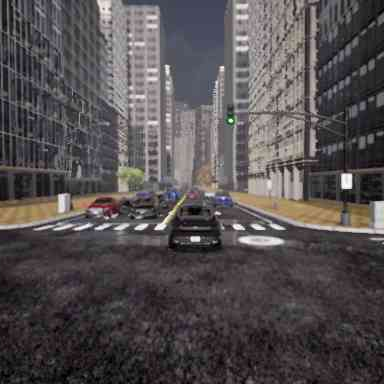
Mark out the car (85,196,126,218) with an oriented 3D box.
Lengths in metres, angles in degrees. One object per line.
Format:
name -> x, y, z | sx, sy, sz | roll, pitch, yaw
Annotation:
car -> -6.593, 1.107, 25.342 | 1.812, 1.442, 4.674 | 0, 1, 2

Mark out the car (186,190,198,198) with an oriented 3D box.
car -> -0.009, 0.553, 56.493 | 1.812, 1.442, 4.674 | 0, 1, 0

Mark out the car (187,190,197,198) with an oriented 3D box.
car -> -0.010, 0.333, 66.485 | 1.882, 1.535, 5.008 | 0, 1, 0

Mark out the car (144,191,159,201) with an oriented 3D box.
car -> -6.509, 0.619, 54.217 | 1.812, 1.442, 4.674 | 0, 1, 0

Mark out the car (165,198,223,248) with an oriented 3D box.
car -> 0.109, 1.211, 13.284 | 1.837, 1.490, 4.892 | 0, 2, 0

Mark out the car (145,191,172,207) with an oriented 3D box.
car -> -3.340, 0.929, 33.916 | 1.837, 1.490, 4.892 | 0, 1, 0

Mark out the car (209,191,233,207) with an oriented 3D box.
car -> 3.345, 0.684, 37.679 | 2.097, 1.767, 4.553 | 0, 1, 0

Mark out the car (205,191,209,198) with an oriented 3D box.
car -> 3.287, 0.524, 61.733 | 1.895, 1.301, 4.718 | 0, 1, 1

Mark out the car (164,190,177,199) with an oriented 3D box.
car -> -3.282, 0.784, 43.736 | 1.812, 1.442, 4.674 | 0, 1, 0

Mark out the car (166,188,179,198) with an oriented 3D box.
car -> -3.261, 0.302, 54.182 | 2.150, 2.045, 5.566 | 0, 1, 0

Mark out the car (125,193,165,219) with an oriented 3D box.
car -> -3.346, 1.085, 24.578 | 1.837, 1.490, 4.892 | 0, 1, 0
